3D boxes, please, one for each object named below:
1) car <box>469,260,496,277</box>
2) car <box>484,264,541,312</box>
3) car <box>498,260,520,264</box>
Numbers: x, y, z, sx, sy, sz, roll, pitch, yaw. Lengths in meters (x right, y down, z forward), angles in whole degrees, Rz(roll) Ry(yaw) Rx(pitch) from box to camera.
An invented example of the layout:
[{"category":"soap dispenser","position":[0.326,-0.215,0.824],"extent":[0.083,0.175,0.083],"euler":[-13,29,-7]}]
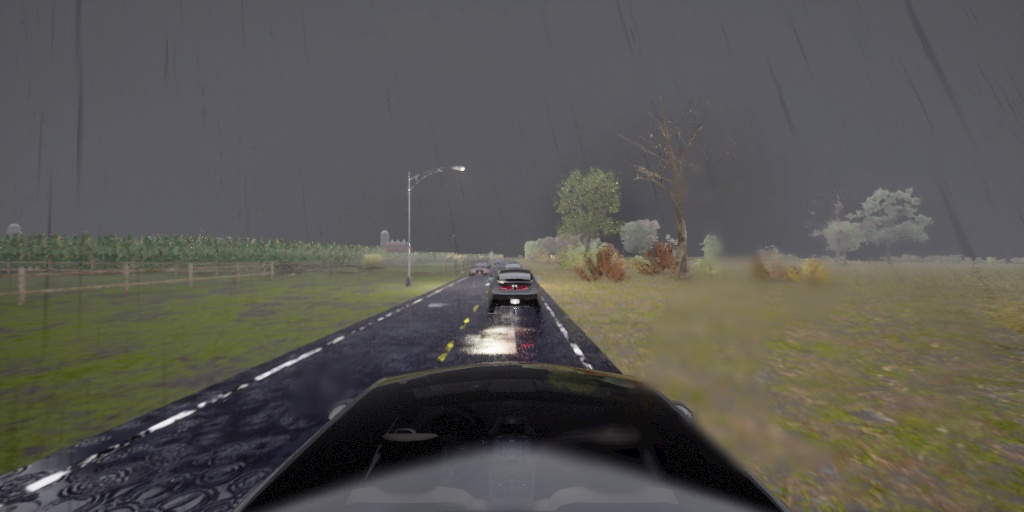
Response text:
[{"category":"car","position":[-2.847,1.275,33.618],"extent":[1.994,1.385,4.181],"euler":[0,0,0]},{"category":"car","position":[0.100,1.236,14.076],"extent":[1.837,1.490,4.892],"euler":[0,0,0]},{"category":"car","position":[0.096,1.260,32.131],"extent":[2.033,1.411,5.357],"euler":[0,0,0]}]
